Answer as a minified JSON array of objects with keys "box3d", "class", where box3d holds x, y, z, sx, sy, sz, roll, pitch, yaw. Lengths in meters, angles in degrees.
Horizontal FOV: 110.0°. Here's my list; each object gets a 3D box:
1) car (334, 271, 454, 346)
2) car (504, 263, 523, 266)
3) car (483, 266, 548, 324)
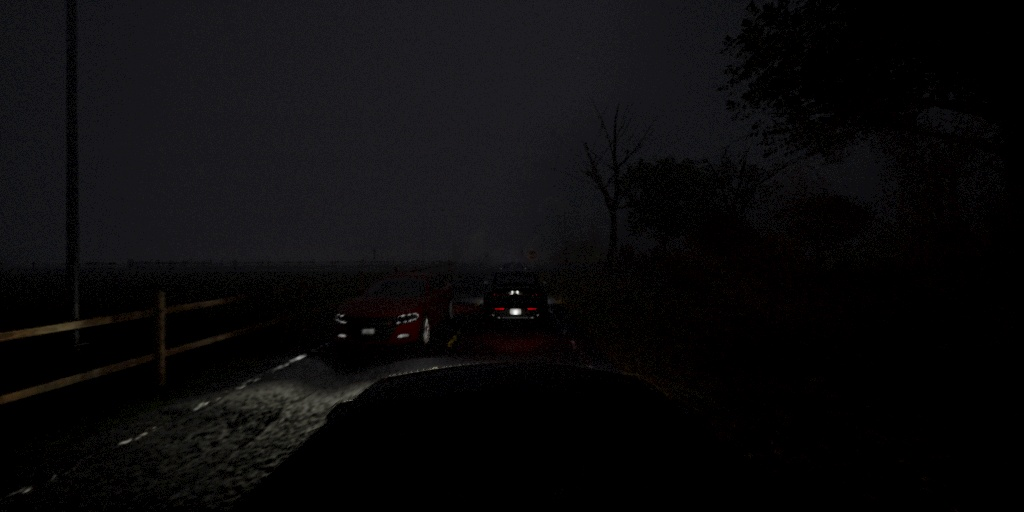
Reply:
[{"box3d":[-2.782,1.197,9.487,1.882,1.535,5.008,0,0,0],"class":"car"},{"box3d":[0.099,1.186,26.644,2.033,1.411,5.357,0,0,0],"class":"car"},{"box3d":[0.100,1.213,11.731,1.837,1.490,4.892,0,0,0],"class":"car"}]
